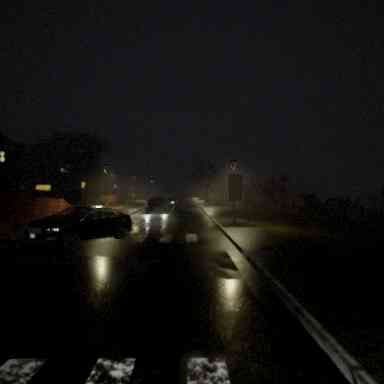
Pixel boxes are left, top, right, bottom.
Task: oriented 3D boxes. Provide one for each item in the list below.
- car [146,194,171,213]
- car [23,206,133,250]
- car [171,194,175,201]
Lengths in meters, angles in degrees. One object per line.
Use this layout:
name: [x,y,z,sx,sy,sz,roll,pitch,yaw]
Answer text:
car: [-3.404,1.194,32.753,1.882,1.535,5.008,0,1,-1]
car: [-4.459,1.336,13.849,2.128,1.511,4.902,4,0,27]
car: [-4.168,1.005,62.524,2.033,1.411,5.357,0,0,-1]
